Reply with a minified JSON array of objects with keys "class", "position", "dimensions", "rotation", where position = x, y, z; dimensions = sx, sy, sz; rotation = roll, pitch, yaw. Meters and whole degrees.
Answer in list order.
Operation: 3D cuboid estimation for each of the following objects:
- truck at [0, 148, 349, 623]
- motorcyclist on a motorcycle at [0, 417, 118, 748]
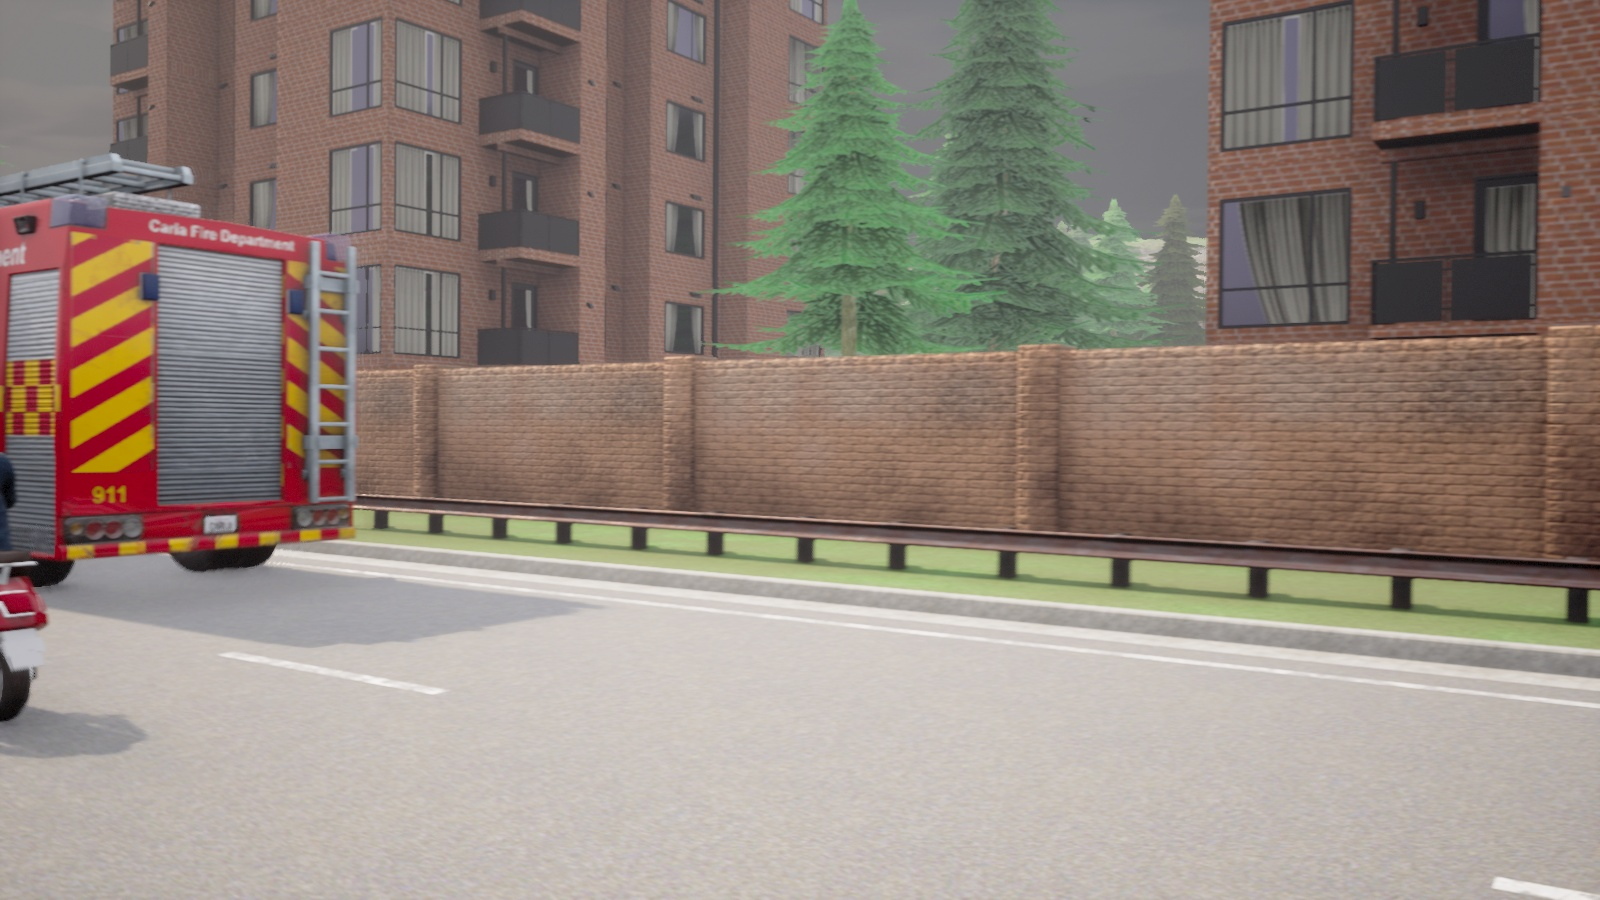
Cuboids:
[{"class":"truck","position":[-8.857,-0.540,13.687],"dimensions":[8.468,3.827,2.891],"rotation":[0,1,34]},{"class":"motorcyclist on a motorcycle","position":[-4.538,0.635,6.637],"dimensions":[1.817,1.590,0.866],"rotation":[0,1,34]}]
